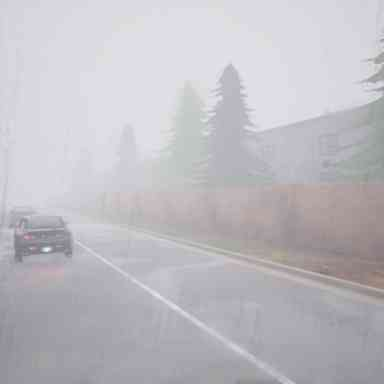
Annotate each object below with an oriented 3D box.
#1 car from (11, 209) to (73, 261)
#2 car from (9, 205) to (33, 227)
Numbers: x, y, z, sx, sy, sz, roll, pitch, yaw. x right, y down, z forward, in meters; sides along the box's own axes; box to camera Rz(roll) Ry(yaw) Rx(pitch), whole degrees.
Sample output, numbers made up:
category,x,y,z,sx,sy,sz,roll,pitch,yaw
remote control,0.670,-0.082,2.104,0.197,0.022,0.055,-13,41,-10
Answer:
category,x,y,z,sx,sy,sz,roll,pitch,yaw
car,-5.927,1.633,13.057,1.837,1.490,4.892,0,0,-29
car,-13.401,1.796,26.503,1.812,1.442,4.674,0,0,-29
